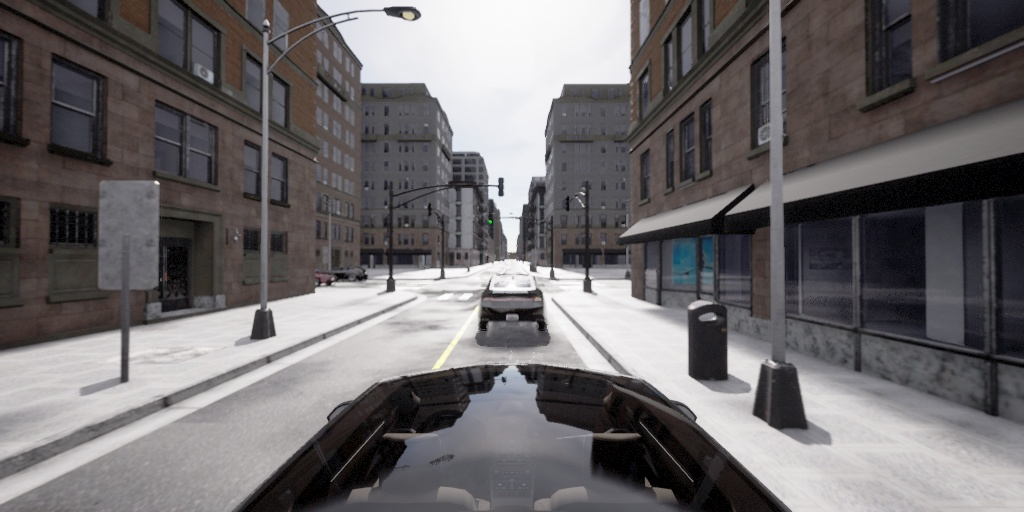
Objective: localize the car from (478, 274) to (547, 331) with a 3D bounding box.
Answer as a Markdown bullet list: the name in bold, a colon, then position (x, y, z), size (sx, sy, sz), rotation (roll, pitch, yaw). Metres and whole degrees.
- **car**: position (0.030, 1.307, 11.285), size (2.128, 1.511, 4.902), rotation (0, 0, 1)

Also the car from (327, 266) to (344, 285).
- **car**: position (-14.771, 1.460, 25.580), size (4.181, 1.385, 1.994), rotation (0, -1, 0)

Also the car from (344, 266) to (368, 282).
- **car**: position (-14.721, 1.526, 31.057), size (4.313, 1.339, 1.948), rotation (0, 0, 0)

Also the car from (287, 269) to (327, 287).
- **car**: position (-14.739, 1.432, 23.031), size (4.313, 1.339, 1.948), rotation (0, 0, 0)
